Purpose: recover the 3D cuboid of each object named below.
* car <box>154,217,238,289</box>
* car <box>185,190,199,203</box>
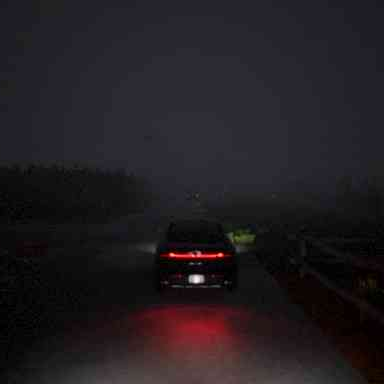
[{"bbox_3d":[0.090,1.418,8.874,1.837,1.490,4.892,0,1,0],"label":"car"},{"bbox_3d":[0.000,0.699,53.961,2.150,2.045,5.566,0,1,0],"label":"car"}]
